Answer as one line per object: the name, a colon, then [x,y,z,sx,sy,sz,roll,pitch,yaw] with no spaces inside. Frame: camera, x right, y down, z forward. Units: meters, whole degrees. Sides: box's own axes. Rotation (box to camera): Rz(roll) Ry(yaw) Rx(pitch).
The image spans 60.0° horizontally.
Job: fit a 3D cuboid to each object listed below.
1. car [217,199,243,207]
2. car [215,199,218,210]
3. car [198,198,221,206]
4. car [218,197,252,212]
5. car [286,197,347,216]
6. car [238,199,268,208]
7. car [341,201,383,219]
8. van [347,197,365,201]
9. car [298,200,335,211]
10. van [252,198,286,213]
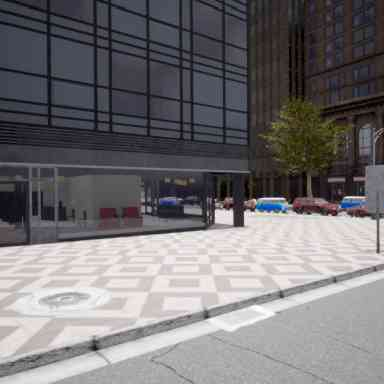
car: [6.551,1.872,57.910,1.887,1.381,4.507,-1,0,-35]
car: [2.899,1.915,48.336,2.008,1.369,4.403,-1,0,-35]
car: [3.260,1.929,62.538,2.008,1.369,4.403,-1,0,-35]
car: [6.185,1.627,43.706,2.192,1.841,5.009,-1,0,-35]
car: [12.767,1.517,34.448,2.192,1.841,5.009,-1,0,-35]
car: [9.743,1.803,53.420,1.752,1.417,4.829,-1,0,-35]
car: [16.064,1.727,29.820,1.802,1.307,4.206,-1,0,-35]
van: [19.710,1.456,39.396,1.690,1.788,3.998,-1,0,-35]
car: [16.424,1.736,44.025,1.947,1.339,4.313,-1,0,-35]
van: [9.476,1.599,39.077,1.690,1.788,3.998,-1,0,-35]
